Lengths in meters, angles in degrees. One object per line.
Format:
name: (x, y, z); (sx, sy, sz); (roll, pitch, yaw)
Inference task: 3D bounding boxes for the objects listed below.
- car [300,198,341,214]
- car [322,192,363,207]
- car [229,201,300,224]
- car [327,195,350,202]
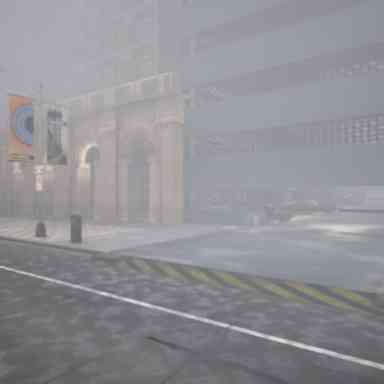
car: (11.946, 1.497, 33.326); (4.718, 1.301, 1.895); (0, 0, 35)
car: (21.990, 1.065, 48.883); (5.566, 2.045, 2.435); (0, 0, 35)
car: (4.882, 1.449, 24.115); (4.786, 1.482, 2.161); (0, 0, 35)
car: (36.042, 1.544, 81.703); (4.892, 1.521, 2.231); (0, 0, 35)
